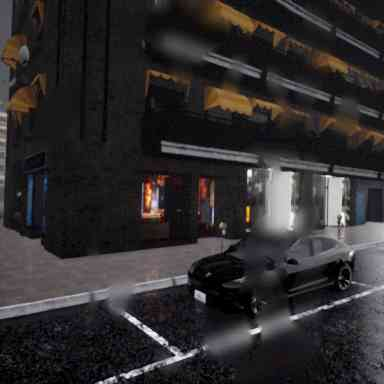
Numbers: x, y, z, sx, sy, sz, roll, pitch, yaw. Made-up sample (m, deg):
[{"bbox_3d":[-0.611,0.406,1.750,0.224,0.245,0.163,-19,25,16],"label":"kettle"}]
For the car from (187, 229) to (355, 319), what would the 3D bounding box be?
[{"bbox_3d":[1.934,1.569,7.447,4.313,1.339,1.947,0,2,-35],"label":"car"}]
